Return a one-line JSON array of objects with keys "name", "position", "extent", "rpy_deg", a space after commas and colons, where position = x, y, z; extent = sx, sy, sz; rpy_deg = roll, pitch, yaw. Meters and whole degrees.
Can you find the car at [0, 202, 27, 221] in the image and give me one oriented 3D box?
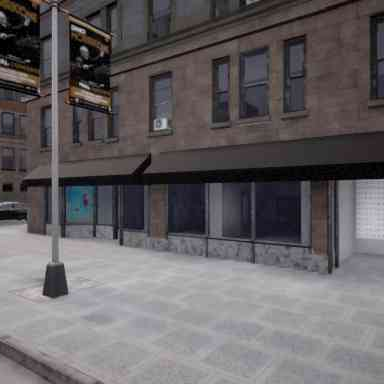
[{"name": "car", "position": [-14.125, 1.545, 25.231], "extent": [1.837, 1.490, 4.892], "rpy_deg": [0, 0, 37]}]
